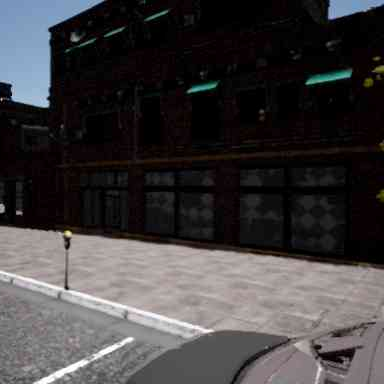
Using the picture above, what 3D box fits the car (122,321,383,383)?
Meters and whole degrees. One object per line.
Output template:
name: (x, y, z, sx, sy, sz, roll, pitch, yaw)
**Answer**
car: (1.361, 1.551, 1.904, 4.403, 1.369, 2.008, 0, 1, 36)
